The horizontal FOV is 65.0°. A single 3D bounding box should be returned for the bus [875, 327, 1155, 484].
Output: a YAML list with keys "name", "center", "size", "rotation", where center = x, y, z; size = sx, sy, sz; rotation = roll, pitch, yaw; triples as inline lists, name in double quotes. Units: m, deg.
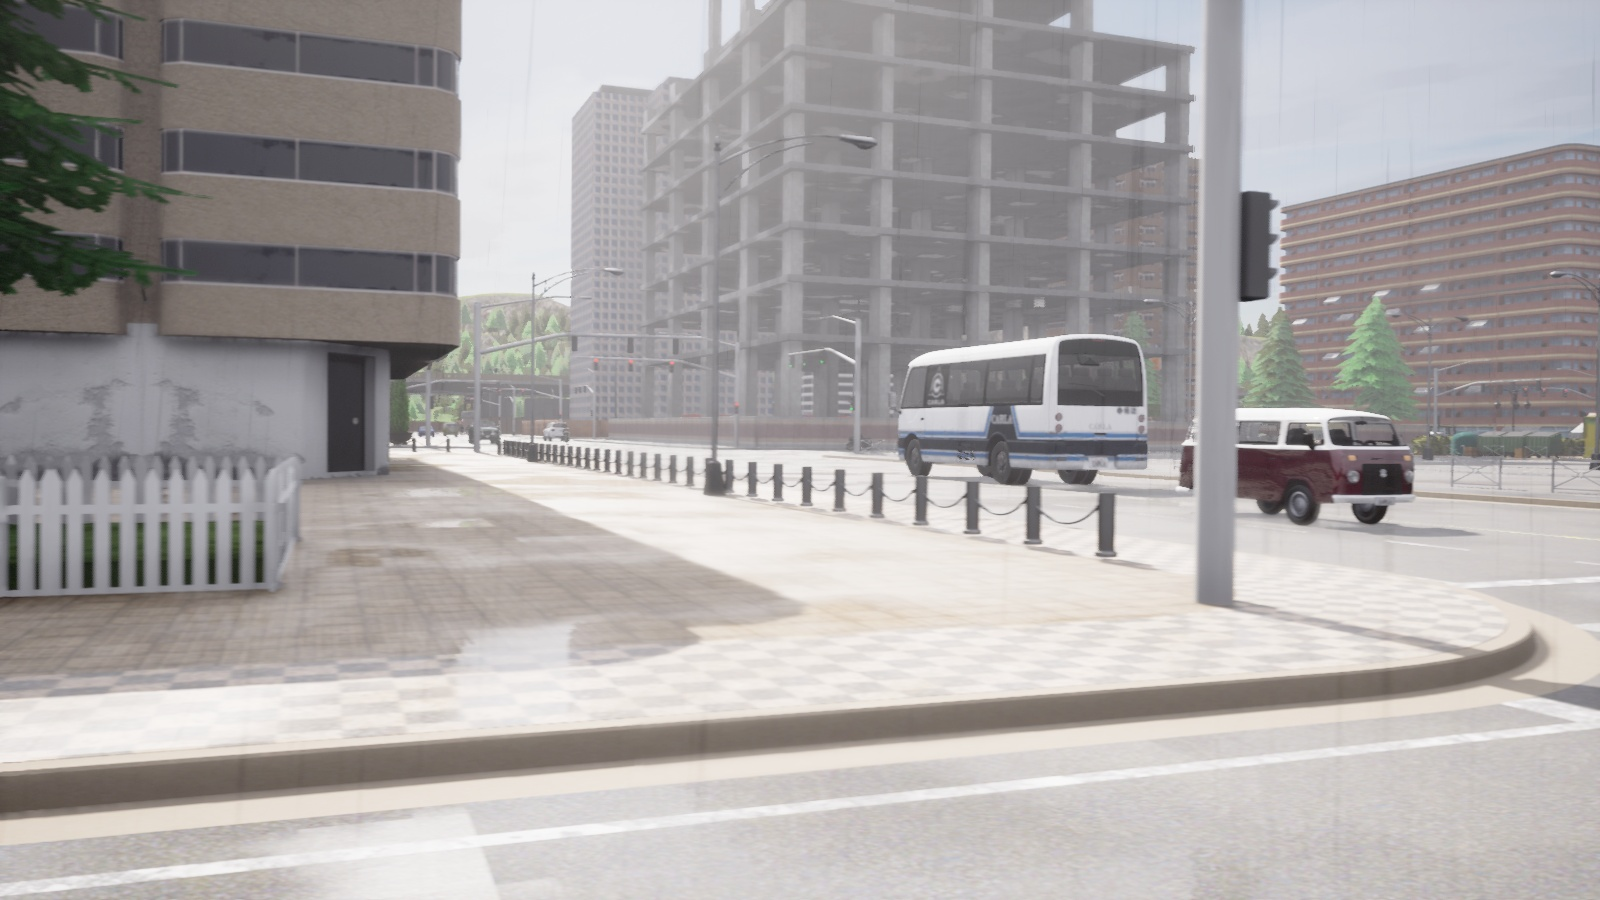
- name: "bus"
  center: [6.291, -1.287, 39.420]
  size: [3.944, 4.253, 10.273]
  rotation: [-1, 1, -21]

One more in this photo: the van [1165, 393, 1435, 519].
- name: "van"
  center: [8.897, 0.055, 22.807]
  size: [2.069, 2.038, 4.480]
  rotation: [-1, 1, -21]

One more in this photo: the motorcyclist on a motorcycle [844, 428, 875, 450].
- name: "motorcyclist on a motorcycle"
  center: [4.213, -0.774, 89.458]
  size: [2.044, 1.523, 0.797]
  rotation: [-1, 1, -21]
